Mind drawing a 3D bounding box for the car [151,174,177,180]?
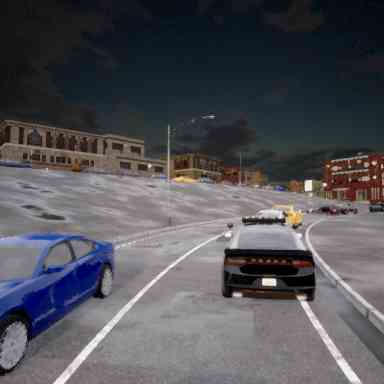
[{"bbox_3d":[-5.332,-2.211,55.528,4.674,1.452,2.002,4,-5,-41],"label":"car"}]

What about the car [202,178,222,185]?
[{"bbox_3d":[2.778,-1.836,63.058,4.553,1.767,2.185,4,-6,-43],"label":"car"}]

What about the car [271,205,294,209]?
[{"bbox_3d":[4.256,1.641,17.747,1.812,1.442,4.674,-1,-1,19],"label":"car"}]

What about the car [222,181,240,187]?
[{"bbox_3d":[6.838,-1.392,67.077,4.792,1.488,2.163,4,-6,-45],"label":"car"}]

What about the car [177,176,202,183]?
[{"bbox_3d":[-1.228,-1.984,59.255,5.008,1.535,2.097,4,-6,-42],"label":"car"}]

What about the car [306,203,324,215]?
[{"bbox_3d":[17.166,2.249,44.699,4.902,1.511,2.128,1,-4,-42],"label":"car"}]

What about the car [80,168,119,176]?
[{"bbox_3d":[-13.745,-2.738,48.355,4.892,1.521,2.231,3,-5,-40],"label":"car"}]

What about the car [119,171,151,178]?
[{"bbox_3d":[-9.515,-2.507,51.895,4.892,1.521,2.231,3,-5,-40],"label":"car"}]

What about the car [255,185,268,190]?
[{"bbox_3d":[14.358,-0.849,75.004,2.231,1.521,4.892,-4,-6,43],"label":"car"}]

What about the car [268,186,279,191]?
[{"bbox_3d":[18.094,-0.651,79.222,2.185,1.767,4.553,-4,-6,41],"label":"car"}]

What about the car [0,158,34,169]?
[{"bbox_3d":[-22.139,-3.296,41.358,4.553,1.767,2.185,3,-5,-40],"label":"car"}]

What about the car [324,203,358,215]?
[{"bbox_3d":[18.842,2.075,41.349,4.674,1.442,1.812,1,-4,-40],"label":"car"}]

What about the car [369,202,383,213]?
[{"bbox_3d":[27.916,2.254,49.009,4.902,1.511,2.128,2,-4,-39],"label":"car"}]

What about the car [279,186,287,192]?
[{"bbox_3d":[21.737,-0.428,83.485,2.435,2.045,5.566,-3,-6,40],"label":"car"}]

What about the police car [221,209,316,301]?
[{"bbox_3d":[1.855,1.456,8.623,1.930,1.638,5.238,-1,0,10],"label":"police car"}]

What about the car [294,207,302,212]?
[{"bbox_3d":[6.434,1.662,23.046,1.882,1.535,5.008,-2,-2,25],"label":"car"}]

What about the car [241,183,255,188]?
[{"bbox_3d":[10.674,-1.097,71.034,2.002,1.452,4.674,-4,-6,44],"label":"car"}]

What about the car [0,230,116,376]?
[{"bbox_3d":[-2.963,1.523,5.912,1.882,1.535,5.008,-1,-1,7],"label":"car"}]
